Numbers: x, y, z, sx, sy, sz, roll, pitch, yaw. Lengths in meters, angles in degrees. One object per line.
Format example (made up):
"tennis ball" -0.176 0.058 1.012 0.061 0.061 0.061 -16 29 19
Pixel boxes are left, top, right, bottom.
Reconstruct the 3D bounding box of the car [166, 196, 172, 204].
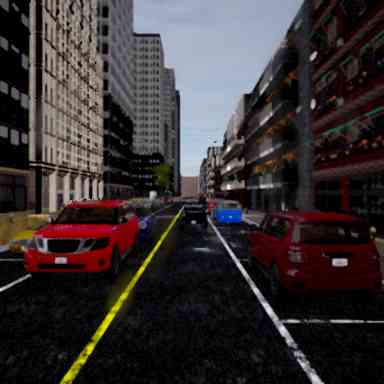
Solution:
"car" -5.690 2.103 69.484 1.802 1.307 4.206 0 0 0

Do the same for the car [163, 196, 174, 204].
"car" -5.689 1.923 80.588 2.192 1.841 5.009 0 0 0

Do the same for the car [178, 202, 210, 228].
"car" 0.101 1.677 23.649 1.837 1.490 4.892 0 0 0

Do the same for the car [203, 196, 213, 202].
"car" 2.689 1.580 36.182 2.192 1.841 5.009 0 0 0

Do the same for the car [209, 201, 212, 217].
"car" 2.689 1.775 30.629 2.008 1.369 4.403 0 0 0

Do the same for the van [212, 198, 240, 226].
"van" 2.688 1.524 25.080 1.690 1.788 3.998 0 0 0

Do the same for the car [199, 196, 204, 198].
"car" 2.691 1.968 86.139 2.192 1.841 5.009 0 0 0

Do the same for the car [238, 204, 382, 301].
"car" 2.687 1.377 8.428 2.192 1.841 5.009 0 0 0

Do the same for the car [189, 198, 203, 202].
"car" 0.101 1.906 46.327 1.994 1.385 4.181 0 0 0

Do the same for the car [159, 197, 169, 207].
"car" -5.690 1.986 58.382 2.008 1.369 4.403 0 0 0

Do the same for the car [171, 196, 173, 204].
"car" -5.690 2.005 75.036 1.967 1.590 4.097 0 0 0

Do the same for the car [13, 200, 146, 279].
"car" -3.074 1.300 10.641 2.150 2.045 5.566 0 -1 0

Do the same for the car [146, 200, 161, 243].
"car" -3.000 1.474 16.857 2.097 1.767 4.553 0 0 0

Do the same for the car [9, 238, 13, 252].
"car" -5.692 1.625 13.807 1.752 1.417 4.829 0 0 0

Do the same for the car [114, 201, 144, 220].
"car" -5.692 1.664 30.629 1.967 1.590 4.097 0 0 0

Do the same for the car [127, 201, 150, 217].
"car" -5.692 1.789 36.010 1.752 1.417 4.829 0 0 0
